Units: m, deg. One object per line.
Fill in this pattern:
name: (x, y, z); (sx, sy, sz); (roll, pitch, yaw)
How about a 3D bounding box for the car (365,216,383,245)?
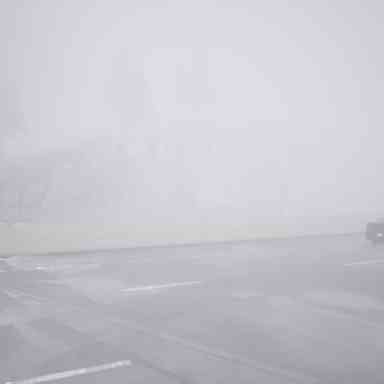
car: (10.299, 1.697, 15.485); (5.008, 1.535, 1.882); (0, -1, -27)
